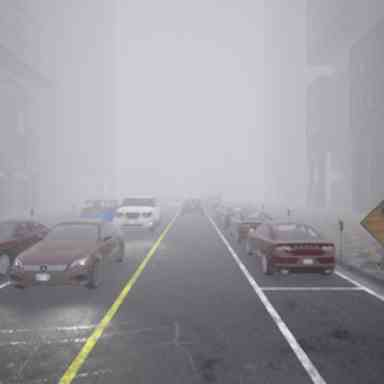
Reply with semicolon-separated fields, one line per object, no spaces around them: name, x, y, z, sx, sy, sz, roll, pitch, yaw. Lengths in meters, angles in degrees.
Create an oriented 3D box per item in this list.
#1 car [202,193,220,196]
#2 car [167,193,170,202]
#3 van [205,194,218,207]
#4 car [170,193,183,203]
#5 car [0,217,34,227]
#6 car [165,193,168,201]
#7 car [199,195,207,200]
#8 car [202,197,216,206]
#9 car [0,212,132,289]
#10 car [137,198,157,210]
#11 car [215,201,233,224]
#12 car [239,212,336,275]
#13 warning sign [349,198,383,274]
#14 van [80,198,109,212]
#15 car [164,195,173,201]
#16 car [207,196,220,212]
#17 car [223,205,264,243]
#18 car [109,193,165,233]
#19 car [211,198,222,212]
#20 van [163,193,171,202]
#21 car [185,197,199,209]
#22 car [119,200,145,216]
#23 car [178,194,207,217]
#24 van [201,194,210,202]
car;2.784;1.252;43.349;2.192;1.841;5.009;0;0;0
car;-5.744;1.215;70.992;2.192;1.841;5.009;0;0;0
van;2.785;1.270;48.875;1.690;1.788;3.998;0;0;0
car;-2.975;1.501;68.281;1.895;1.301;4.718;0;0;0
car;-5.775;1.528;10.219;1.887;1.381;4.507;0;0;0
car;-5.749;1.441;59.773;1.752;1.417;4.829;0;0;0
car;2.791;1.426;87.553;1.887;1.381;4.507;0;0;0
car;2.787;1.473;54.401;2.008;1.369;4.403;0;0;0
car;-3.088;1.510;9.244;1.812;1.442;4.674;0;0;0
car;-5.757;1.488;43.368;2.008;1.369;4.403;0;0;0
car;2.782;1.512;21.248;1.887;1.381;4.507;0;0;0
car;2.780;1.528;10.197;1.887;1.381;4.507;0;0;0
warning sign;5.074;1.100;8.810;1.300;1.860;1.060;0;0;0
van;-5.770;1.308;21.268;1.690;1.788;3.998;0;0;0
car;-5.737;1.413;81.872;1.752;1.417;4.829;0;0;0
car;2.784;1.489;37.824;1.887;1.381;4.507;0;0;0
car;2.781;1.519;15.723;1.887;1.381;4.507;0;0;0
car;-3.084;1.191;19.879;2.150;2.045;5.566;0;0;0
car;2.782;1.484;26.943;1.752;1.417;4.829;0;0;0
van;-5.741;1.235;76.517;1.690;1.788;3.998;0;0;0
car;0.069;1.460;45.329;1.812;1.442;4.674;0;0;0
car;-5.763;1.534;32.318;1.802;1.307;4.206;0;0;0
car;0.077;1.305;31.415;2.097;1.767;4.553;0;0;0
van;2.788;1.241;70.976;1.690;1.788;3.998;0;0;0
